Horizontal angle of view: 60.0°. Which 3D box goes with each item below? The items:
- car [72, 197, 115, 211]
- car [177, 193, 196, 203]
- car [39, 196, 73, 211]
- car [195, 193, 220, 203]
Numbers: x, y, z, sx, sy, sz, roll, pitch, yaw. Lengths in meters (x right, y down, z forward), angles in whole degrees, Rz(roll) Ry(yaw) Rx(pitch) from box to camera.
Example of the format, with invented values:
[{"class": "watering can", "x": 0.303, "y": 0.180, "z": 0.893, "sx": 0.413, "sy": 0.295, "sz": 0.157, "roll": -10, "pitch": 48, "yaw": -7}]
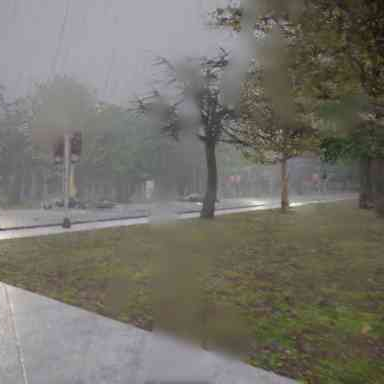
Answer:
[{"class": "car", "x": -10.692, "y": 1.340, "z": 37.257, "sx": 1.994, "sy": 1.385, "sz": 4.181, "roll": 1, "pitch": 1, "yaw": 35}, {"class": "car", "x": -0.500, "y": 0.983, "z": 57.147, "sx": 2.097, "sy": 1.767, "sz": 4.553, "roll": 1, "pitch": 1, "yaw": 36}, {"class": "car", "x": -14.614, "y": 1.252, "z": 37.344, "sx": 1.837, "sy": 1.490, "sz": 4.892, "roll": 1, "pitch": 1, "yaw": 35}, {"class": "car", "x": 3.035, "y": 1.228, "z": 56.501, "sx": 1.994, "sy": 1.385, "sz": 4.181, "roll": 1, "pitch": 1, "yaw": 36}]
